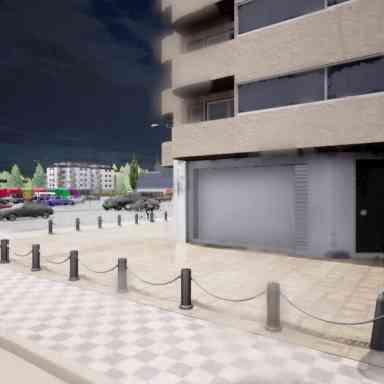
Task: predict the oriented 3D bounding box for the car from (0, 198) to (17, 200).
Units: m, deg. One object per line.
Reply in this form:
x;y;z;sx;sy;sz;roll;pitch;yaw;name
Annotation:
-17.972;1.533;28.334;1.882;1.535;5.008;0;0;35;car

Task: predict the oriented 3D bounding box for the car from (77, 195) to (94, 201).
-26.936;1.451;84.185;1.970;1.475;3.806;0;0;35;car

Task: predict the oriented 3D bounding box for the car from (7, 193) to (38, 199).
-34.653;1.209;68.176;1.932;1.855;4.605;0;0;35;car

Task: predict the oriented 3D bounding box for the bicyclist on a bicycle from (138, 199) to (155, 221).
-3.281;1.356;24.068;1.656;1.620;0.582;0;0;35;bicyclist on a bicycle

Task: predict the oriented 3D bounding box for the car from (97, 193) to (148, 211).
-8.607;1.276;41.714;2.150;2.045;5.566;0;0;35;car

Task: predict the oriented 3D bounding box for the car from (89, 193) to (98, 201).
-24.576;1.211;82.508;1.905;1.878;3.866;0;0;35;car

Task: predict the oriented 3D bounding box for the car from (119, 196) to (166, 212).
-5.833;1.546;39.572;2.128;1.511;4.902;0;0;35;car

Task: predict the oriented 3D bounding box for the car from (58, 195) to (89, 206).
-20.790;1.451;58.514;1.970;1.475;3.806;0;0;35;car

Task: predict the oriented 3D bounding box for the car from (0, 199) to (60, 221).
-13.964;1.581;27.923;1.812;1.442;4.674;0;0;35;car

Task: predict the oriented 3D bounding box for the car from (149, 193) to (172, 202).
-6.181;1.209;69.520;1.932;1.855;4.605;0;0;35;car
